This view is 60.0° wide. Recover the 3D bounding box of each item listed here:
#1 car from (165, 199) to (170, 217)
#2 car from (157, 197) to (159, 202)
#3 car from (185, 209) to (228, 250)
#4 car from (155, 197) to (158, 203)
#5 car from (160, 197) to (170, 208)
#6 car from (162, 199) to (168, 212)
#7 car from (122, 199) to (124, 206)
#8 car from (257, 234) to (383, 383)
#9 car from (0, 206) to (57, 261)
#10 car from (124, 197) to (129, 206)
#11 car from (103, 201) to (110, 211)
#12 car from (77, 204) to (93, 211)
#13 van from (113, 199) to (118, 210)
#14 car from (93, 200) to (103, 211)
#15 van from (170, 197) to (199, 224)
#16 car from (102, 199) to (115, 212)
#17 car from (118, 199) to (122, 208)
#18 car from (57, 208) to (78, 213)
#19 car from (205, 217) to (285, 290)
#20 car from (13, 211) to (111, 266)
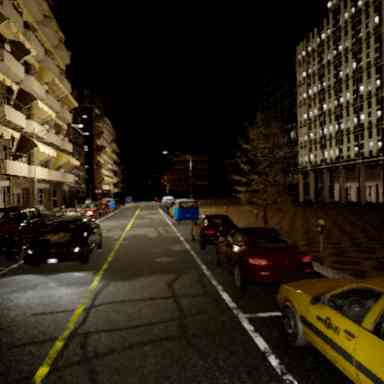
[{"bbox_3d":[-1.235,1.661,30.941,1.752,1.417,4.829,-2,0,-8],"label":"car"},{"bbox_3d":[-4.128,1.823,52.857,1.752,1.417,4.829,-2,0,-8],"label":"car"},{"bbox_3d":[0.959,1.604,14.336,1.802,1.307,4.206,-2,0,-8],"label":"car"},{"bbox_3d":[-8.444,2.102,85.563,1.887,1.381,4.507,-2,0,-8],"label":"car"},{"bbox_3d":[-2.662,1.655,41.732,1.967,1.590,4.097,-2,0,-8],"label":"car"},{"bbox_3d":[-1.935,1.740,36.253,1.947,1.339,4.313,-2,0,-8],"label":"car"},{"bbox_3d":[-13.133,2.128,57.070,1.802,1.307,4.206,-2,0,-8],"label":"car"},{"bbox_3d":[2.382,1.476,3.547,1.752,1.417,4.829,-2,0,-8],"label":"car"},{"bbox_3d":[-7.355,1.545,13.239,2.192,1.841,5.009,-2,0,-8],"label":"car"},{"bbox_3d":[-14.579,2.197,68.028,1.947,1.339,4.313,-2,0,-8],"label":"car"},{"bbox_3d":[-10.240,1.948,35.155,1.947,1.339,4.313,-2,0,-8],"label":"car"},{"bbox_3d":[-8.794,1.855,24.198,2.008,1.369,4.403,-2,0,-8],"label":"car"},{"bbox_3d":[-11.694,1.804,46.114,1.690,1.788,3.998,-2,0,-8],"label":"van"},{"bbox_3d":[-9.520,1.783,29.675,1.967,1.590,4.097,-2,0,-8],"label":"car"},{"bbox_3d":[-0.495,1.437,25.295,1.690,1.788,3.998,-2,0,-8],"label":"van"},{"bbox_3d":[-10.964,1.967,40.634,1.887,1.381,4.507,-2,0,-8],"label":"car"},{"bbox_3d":[-12.410,2.086,51.591,1.802,1.307,4.206,-2,0,-8],"label":"car"},{"bbox_3d":[-8.070,1.817,18.718,2.008,1.369,4.403,-2,0,-8],"label":"car"},{"bbox_3d":[1.682,1.567,8.858,1.802,1.307,4.206,-2,0,-8],"label":"car"},{"bbox_3d":[-4.549,1.704,12.637,2.033,1.411,5.357,-1,0,-8],"label":"car"}]
